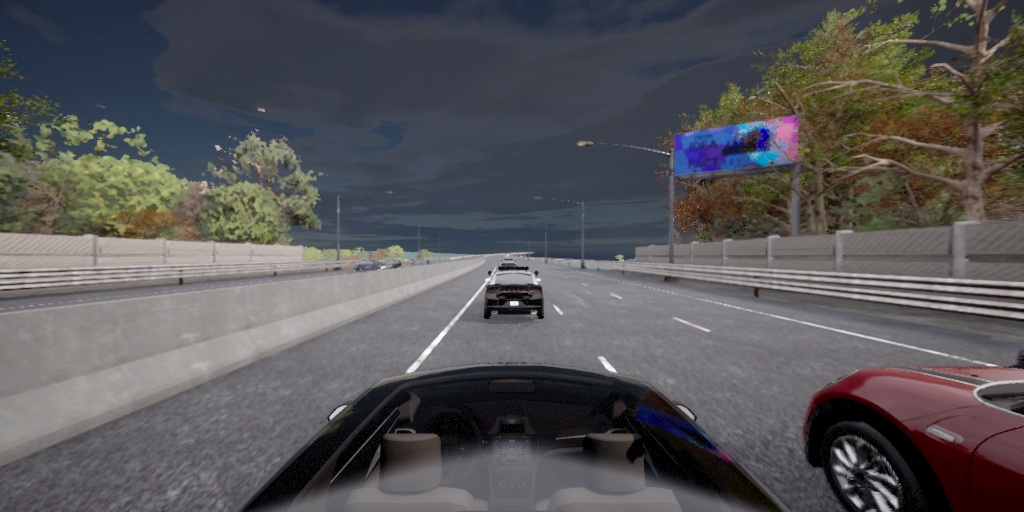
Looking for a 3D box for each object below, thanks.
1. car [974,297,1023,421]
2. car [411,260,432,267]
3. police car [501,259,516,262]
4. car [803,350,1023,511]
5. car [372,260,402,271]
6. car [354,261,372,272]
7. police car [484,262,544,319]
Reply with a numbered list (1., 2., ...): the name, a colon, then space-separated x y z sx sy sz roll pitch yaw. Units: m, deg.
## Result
1. car: 7.092 1.274 2.462 1.812 1.442 4.674 0 0 0
2. car: -11.118 1.241 44.301 1.837 1.490 4.892 0 0 -1
3. police car: -0.424 1.157 43.956 1.930 1.638 5.238 0 0 -1
4. car: 3.593 1.102 1.228 2.097 1.767 4.553 0 0 0
5. car: -14.592 1.229 43.021 2.128 1.511 4.902 0 0 -1
6. car: -18.146 1.283 45.596 2.033 1.411 5.357 0 0 -1
7. police car: 0.051 1.174 13.014 1.930 1.638 5.238 0 0 0
